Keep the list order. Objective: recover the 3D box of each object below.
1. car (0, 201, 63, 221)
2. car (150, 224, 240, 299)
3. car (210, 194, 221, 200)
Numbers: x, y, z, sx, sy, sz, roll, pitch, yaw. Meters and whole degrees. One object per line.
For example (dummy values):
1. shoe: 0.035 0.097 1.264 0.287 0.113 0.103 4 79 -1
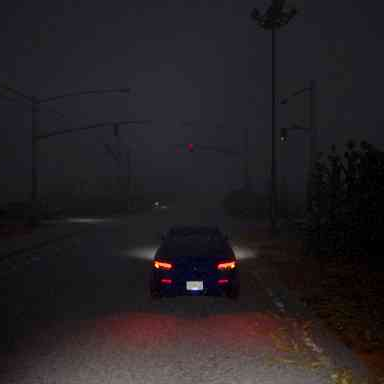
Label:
1. car: -12.793 1.443 26.307 5.008 1.535 1.882 0 0 7
2. car: 0.073 1.526 8.313 1.812 1.442 4.674 0 0 1
3. car: 4.591 0.976 65.223 1.895 1.301 4.718 0 -2 8
